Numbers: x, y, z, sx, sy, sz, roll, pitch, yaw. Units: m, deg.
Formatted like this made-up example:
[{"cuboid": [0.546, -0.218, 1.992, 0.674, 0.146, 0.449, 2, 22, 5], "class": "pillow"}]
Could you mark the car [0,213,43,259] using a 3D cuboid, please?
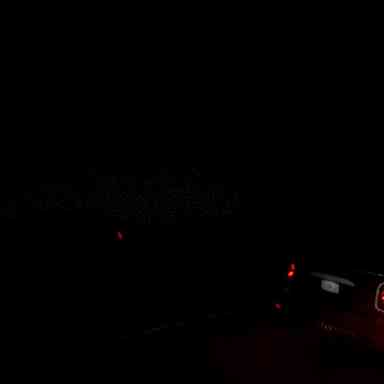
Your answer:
[{"cuboid": [-7.526, 1.496, 11.298, 4.181, 1.385, 1.994, 1, 0, -34], "class": "car"}]

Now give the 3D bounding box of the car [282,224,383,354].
[{"cuboid": [3.805, 1.398, 5.891, 4.553, 1.767, 2.097, 1, 0, -31], "class": "car"}]

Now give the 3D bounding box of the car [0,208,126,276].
[{"cuboid": [-4.260, 1.317, 9.278, 4.553, 1.767, 2.097, 1, 0, -33], "class": "car"}]
